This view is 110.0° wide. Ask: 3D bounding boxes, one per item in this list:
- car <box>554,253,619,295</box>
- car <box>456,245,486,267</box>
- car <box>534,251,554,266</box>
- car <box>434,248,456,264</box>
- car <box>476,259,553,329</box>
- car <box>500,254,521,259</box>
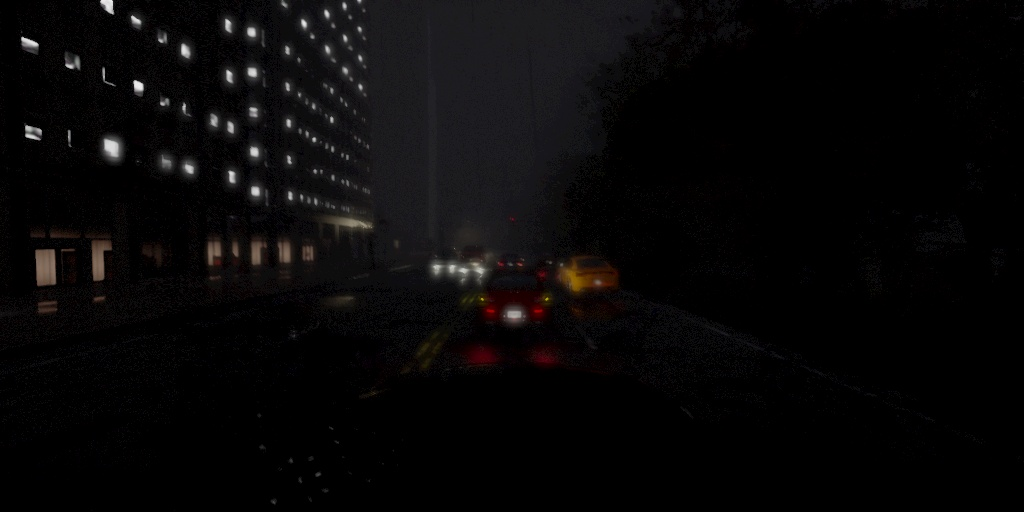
[{"bbox_3d":[3.294,0.730,16.188,1.882,1.535,5.008,-3,3,0],"label":"car"},{"bbox_3d":[-3.732,-0.079,34.724,2.150,2.045,5.566,0,2,-2],"label":"car"},{"bbox_3d":[3.031,0.281,31.445,1.812,1.442,4.674,-5,2,-2],"label":"car"},{"bbox_3d":[-7.118,-0.084,38.885,2.097,1.767,4.553,0,2,-2],"label":"car"},{"bbox_3d":[0.066,1.010,10.003,1.812,1.442,4.674,0,2,0],"label":"car"},{"bbox_3d":[-0.100,0.534,25.657,2.033,1.411,5.357,0,2,-1],"label":"car"}]
